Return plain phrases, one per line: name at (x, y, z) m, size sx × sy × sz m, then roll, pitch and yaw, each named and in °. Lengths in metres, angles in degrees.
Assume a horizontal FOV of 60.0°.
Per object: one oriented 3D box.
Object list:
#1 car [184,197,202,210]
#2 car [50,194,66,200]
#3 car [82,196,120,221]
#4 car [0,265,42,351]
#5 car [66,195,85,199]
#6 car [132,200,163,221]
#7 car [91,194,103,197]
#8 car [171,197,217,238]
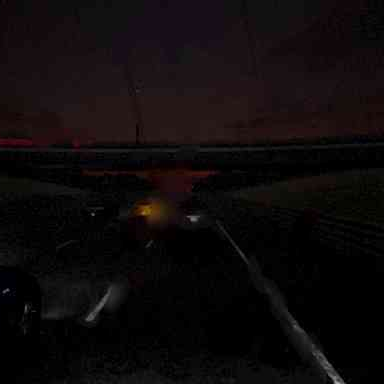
car at (0.127, 1.294, 39.018) m, size 2.033 × 1.411 × 5.357 m, roll 0°, pitch 0°, yaw 0°
car at (-24.428, 1.188, 61.333) m, size 1.837 × 1.490 × 4.892 m, roll 0°, pitch 0°, yaw 1°
car at (-6.891, 1.344, 25.579) m, size 2.128 × 1.511 × 4.902 m, roll 0°, pitch 0°, yaw 0°
car at (-3.438, 1.338, 3.436) m, size 2.097 × 1.767 × 4.553 m, roll 0°, pitch 0°, yaw 0°
car at (-20.931, 1.277, 61.327) m, size 1.895 × 1.301 × 4.718 m, roll 0°, pitch 0°, yaw 1°
car at (-3.390, 1.319, 25.887) m, size 1.882 × 1.535 × 5.008 m, roll 0°, pitch 0°, yaw 0°
car at (-17.441, 1.171, 61.343) m, size 1.837 × 1.490 × 4.892 m, roll 0°, pitch 0°, yaw 1°
car at (0.090, 1.241, 17.043) m, size 2.097 × 1.767 × 4.553 m, roll 0°, pitch 0°, yaw 0°
